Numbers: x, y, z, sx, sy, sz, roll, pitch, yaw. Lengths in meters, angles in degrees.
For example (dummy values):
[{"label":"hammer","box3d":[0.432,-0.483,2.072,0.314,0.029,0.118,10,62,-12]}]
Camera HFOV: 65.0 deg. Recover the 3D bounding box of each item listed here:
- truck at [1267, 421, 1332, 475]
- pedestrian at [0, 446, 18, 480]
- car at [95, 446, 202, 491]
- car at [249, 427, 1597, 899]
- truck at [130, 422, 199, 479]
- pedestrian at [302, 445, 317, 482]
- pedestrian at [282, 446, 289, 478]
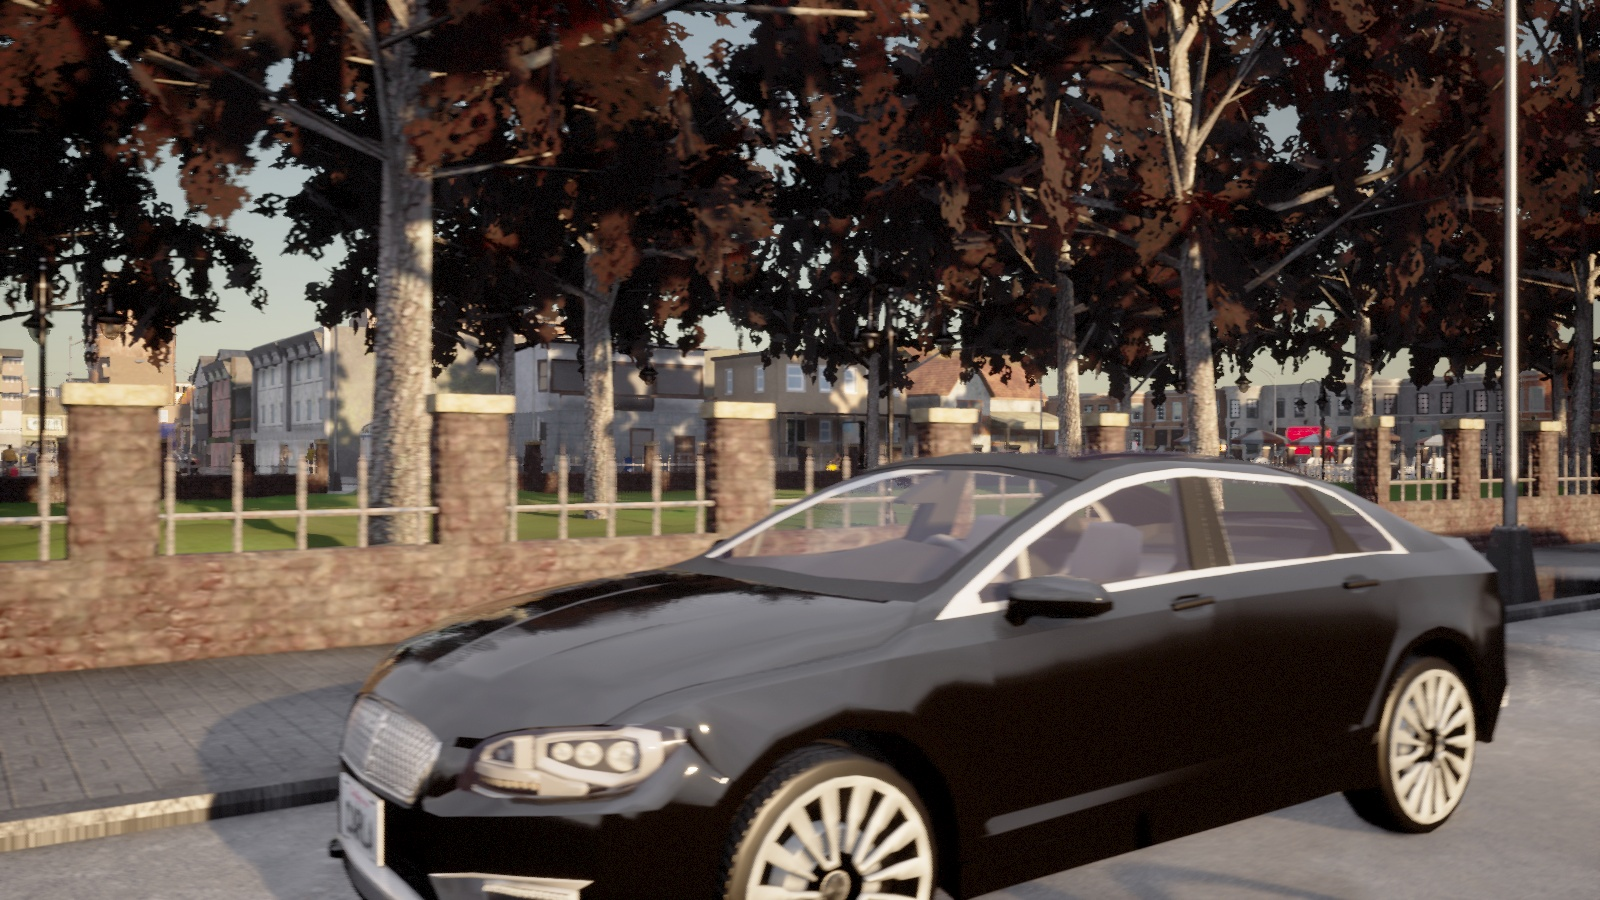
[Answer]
[{"label":"truck","box3d":[33.529,-0.103,84.173,2.891,3.462,7.936,0,0,30]},{"label":"pedestrian","box3d":[-44.247,0.720,70.192,0.874,1.855,0.900,0,0,-36]},{"label":"car","box3d":[-25.309,0.697,49.006,2.152,1.651,5.027,0,0,-8]},{"label":"car","box3d":[0.749,0.711,4.789,4.902,1.511,2.128,0,0,-35]},{"label":"truck","box3d":[-41.262,0.050,81.379,2.891,3.462,7.936,0,0,-35]},{"label":"pedestrian","box3d":[-23.955,0.655,61.300,0.431,1.840,0.709,0,0,0]},{"label":"pedestrian","box3d":[-29.988,0.697,73.140,0.345,1.836,0.594,0,0,-25]}]
